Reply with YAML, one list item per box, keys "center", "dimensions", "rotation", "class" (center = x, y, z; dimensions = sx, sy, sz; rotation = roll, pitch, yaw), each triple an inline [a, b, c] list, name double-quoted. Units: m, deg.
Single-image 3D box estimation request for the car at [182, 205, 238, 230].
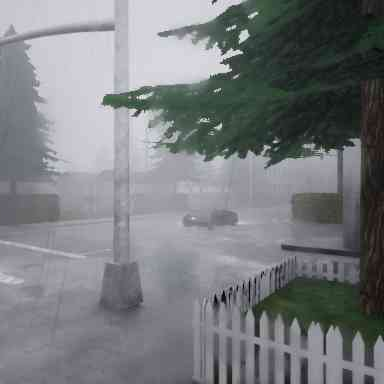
- center: [1.233, 1.468, 20.691]
  dimensions: [1.994, 1.385, 4.181]
  rotation: [1, 1, 35]
  class: "car"
